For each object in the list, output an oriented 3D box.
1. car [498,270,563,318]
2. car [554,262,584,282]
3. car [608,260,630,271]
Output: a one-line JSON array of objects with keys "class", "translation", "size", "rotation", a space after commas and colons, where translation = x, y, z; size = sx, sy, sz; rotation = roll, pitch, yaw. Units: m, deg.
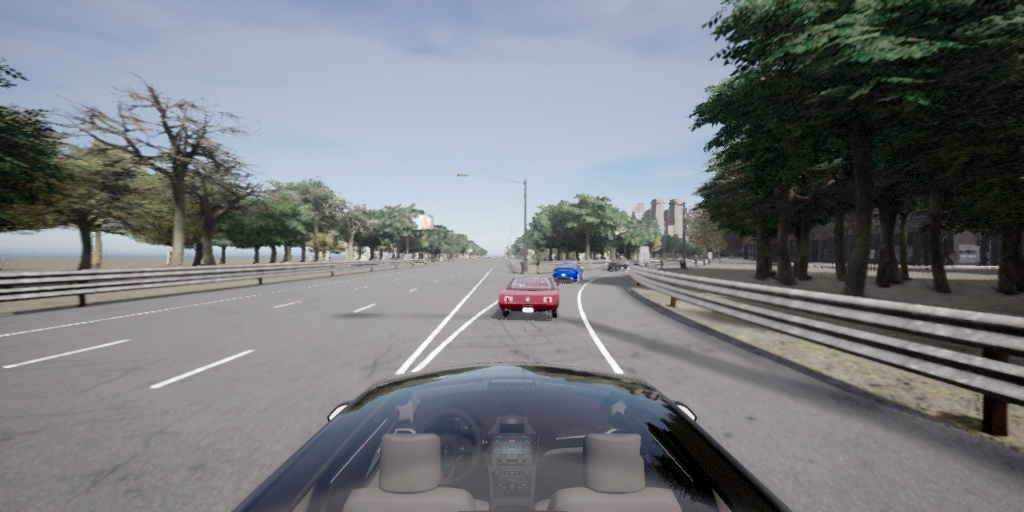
[{"class": "car", "translation": [0.809, 1.357, 13.138], "size": [1.895, 1.301, 4.718], "rotation": [0, 0, 8]}, {"class": "car", "translation": [4.645, 1.270, 29.020], "size": [1.882, 1.535, 5.008], "rotation": [0, 0, 19]}, {"class": "car", "translation": [14.656, 1.307, 49.150], "size": [1.837, 1.490, 4.892], "rotation": [-1, 0, 34]}]
